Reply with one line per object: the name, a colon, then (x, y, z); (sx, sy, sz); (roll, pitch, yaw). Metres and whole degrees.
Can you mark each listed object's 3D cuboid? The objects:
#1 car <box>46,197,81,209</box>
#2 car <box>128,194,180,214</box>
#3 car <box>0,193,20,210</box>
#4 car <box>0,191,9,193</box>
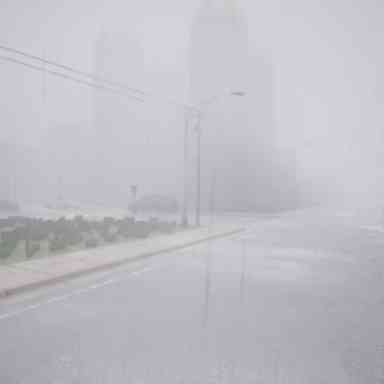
car: (-15.263, 1.331, 39.476); (4.674, 1.442, 1.812); (1, 0, 28)
car: (-3.888, 1.201, 33.531); (5.566, 2.045, 2.150); (1, 0, 30)
car: (-19.519, 1.206, 32.944); (2.242, 1.667, 4.611); (1, 0, 28)
car: (-27.203, 0.842, 45.693); (5.566, 2.045, 2.150); (1, 0, 30)
